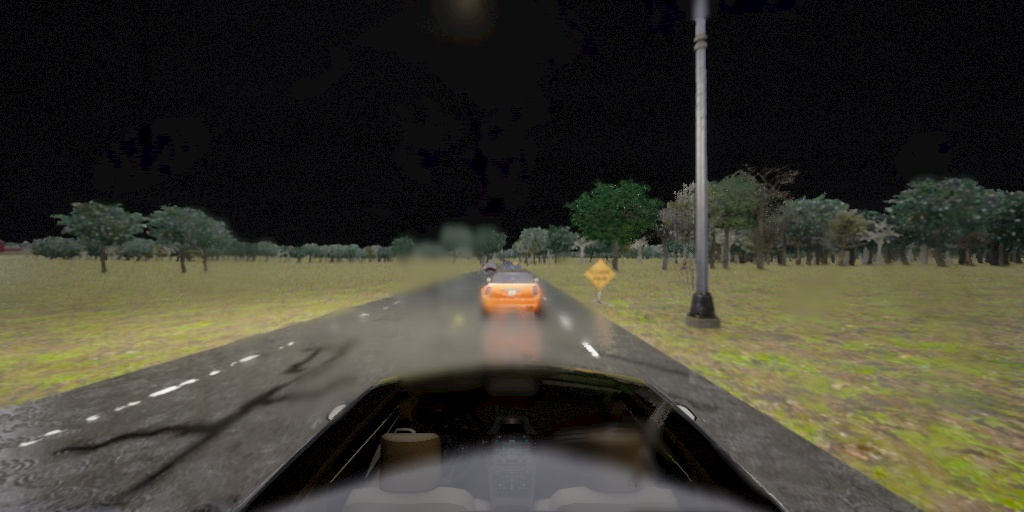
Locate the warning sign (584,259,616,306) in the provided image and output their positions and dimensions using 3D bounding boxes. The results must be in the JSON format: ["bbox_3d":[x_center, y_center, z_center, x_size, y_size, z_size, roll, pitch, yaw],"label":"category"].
[{"bbox_3d":[3.552,1.033,14.531,1.300,1.860,1.060,0,0,0],"label":"warning sign"}]

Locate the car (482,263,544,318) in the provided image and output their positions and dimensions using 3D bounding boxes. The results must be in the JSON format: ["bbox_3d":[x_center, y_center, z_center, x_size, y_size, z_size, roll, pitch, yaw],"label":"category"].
[{"bbox_3d":[0.045,1.263,14.015,2.097,1.767,4.553,0,-1,0],"label":"car"}]
